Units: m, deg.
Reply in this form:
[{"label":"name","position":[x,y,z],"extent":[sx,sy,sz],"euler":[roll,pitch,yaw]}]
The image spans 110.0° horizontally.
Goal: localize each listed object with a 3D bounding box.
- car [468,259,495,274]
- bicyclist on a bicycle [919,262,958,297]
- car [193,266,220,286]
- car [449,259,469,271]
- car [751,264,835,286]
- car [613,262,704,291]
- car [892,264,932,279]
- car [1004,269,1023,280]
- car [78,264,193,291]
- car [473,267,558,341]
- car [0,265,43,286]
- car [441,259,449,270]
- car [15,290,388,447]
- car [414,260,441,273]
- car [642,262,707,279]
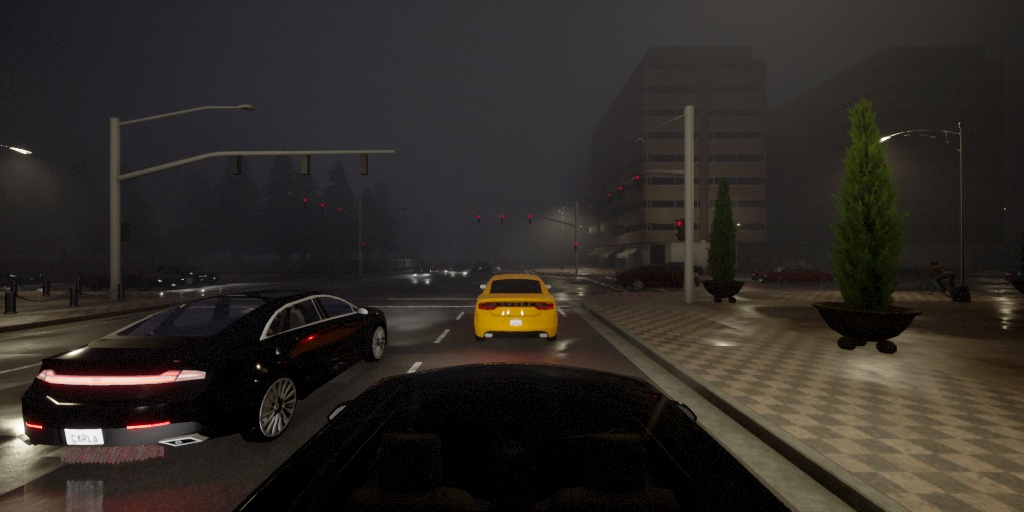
[{"label":"car","position":[-3.375,1.313,40.928],"extent":[1.994,1.385,4.181],"euler":[0,0,2]},{"label":"bicyclist on a bicycle","position":[20.278,1.106,17.026],"extent":[0.582,1.620,1.656],"euler":[0,0,0]},{"label":"car","position":[-23.323,1.310,25.165],"extent":[4.892,1.490,1.837],"euler":[0,0,0]},{"label":"car","position":[-6.685,1.228,48.383],"extent":[1.882,1.535,5.008],"euler":[0,0,3]},{"label":"car","position":[19.766,1.406,25.311],"extent":[4.718,1.301,1.895],"euler":[0,0,0]},{"label":"car","position":[8.734,1.283,21.772],"extent":[5.008,1.535,1.882],"euler":[0,0,0]},{"label":"car","position":[34.904,1.406,32.547],"extent":[4.718,1.301,1.895],"euler":[0,0,0]},{"label":"car","position":[38.471,1.353,25.366],"extent":[5.357,1.411,2.033],"euler":[0,0,0]},{"label":"car","position":[-22.995,1.353,21.688],"extent":[5.357,1.411,2.033],"euler":[0,0,3]},{"label":"car","position":[0.101,1.228,9.897],"extent":[1.882,1.535,5.008],"euler":[0,0,0]},{"label":"car","position":[-36.035,1.331,25.139],"extent":[4.674,1.442,1.812],"euler":[0,0,0]},{"label":"car","position":[-9.804,1.228,52.985],"extent":[1.882,1.535,5.008],"euler":[0,0,7]},{"label":"car","position":[-3.425,1.242,5.313],"extent":[2.128,1.511,4.902],"euler":[0,0,0]},{"label":"car","position":[-10.394,1.351,43.599],"extent":[1.895,1.301,4.718],"euler":[0,0,1]},{"label":"car","position":[14.628,1.283,32.491],"extent":[5.008,1.535,1.882],"euler":[0,0,0]}]
